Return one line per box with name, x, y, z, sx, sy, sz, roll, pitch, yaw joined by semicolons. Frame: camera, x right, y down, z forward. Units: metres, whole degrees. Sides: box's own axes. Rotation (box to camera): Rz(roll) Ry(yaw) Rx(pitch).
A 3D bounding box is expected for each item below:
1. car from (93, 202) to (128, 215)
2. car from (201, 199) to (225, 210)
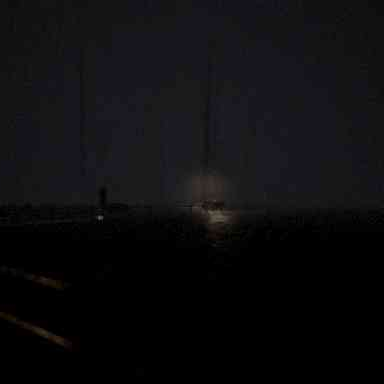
car;-10.012;2.039;40.874;1.837;1.490;4.892;0;-1;36
car;3.915;2.223;60.241;2.150;2.045;5.566;0;-1;36
